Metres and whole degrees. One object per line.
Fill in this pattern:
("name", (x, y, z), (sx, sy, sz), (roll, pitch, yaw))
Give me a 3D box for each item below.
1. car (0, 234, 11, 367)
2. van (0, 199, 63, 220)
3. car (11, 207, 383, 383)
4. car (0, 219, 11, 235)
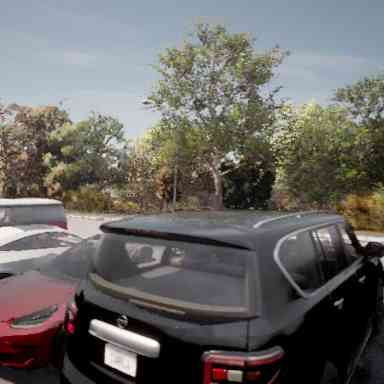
("car", (-1.224, 1.479, 5.981), (2.163, 1.488, 4.792), (0, 0, 35))
("van", (-5.794, 1.185, 9.131), (1.878, 1.987, 4.442), (0, 0, 35))
("car", (1.072, 1.217, 4.415), (2.435, 2.045, 5.566), (0, 0, 35))
("car", (-3.468, 1.470, 7.614), (2.002, 1.452, 4.674), (1, 0, 35))
